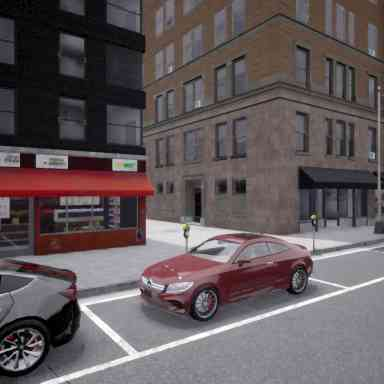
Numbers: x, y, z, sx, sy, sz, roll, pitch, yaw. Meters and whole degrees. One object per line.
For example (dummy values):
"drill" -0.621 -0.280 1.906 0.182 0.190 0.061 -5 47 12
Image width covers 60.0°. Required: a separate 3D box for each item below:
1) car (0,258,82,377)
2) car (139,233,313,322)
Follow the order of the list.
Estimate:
"car" -3.566 1.566 3.991 4.313 1.339 1.947 0 0 -35
"car" 0.915 1.582 7.183 4.206 1.307 1.802 0 0 -35
